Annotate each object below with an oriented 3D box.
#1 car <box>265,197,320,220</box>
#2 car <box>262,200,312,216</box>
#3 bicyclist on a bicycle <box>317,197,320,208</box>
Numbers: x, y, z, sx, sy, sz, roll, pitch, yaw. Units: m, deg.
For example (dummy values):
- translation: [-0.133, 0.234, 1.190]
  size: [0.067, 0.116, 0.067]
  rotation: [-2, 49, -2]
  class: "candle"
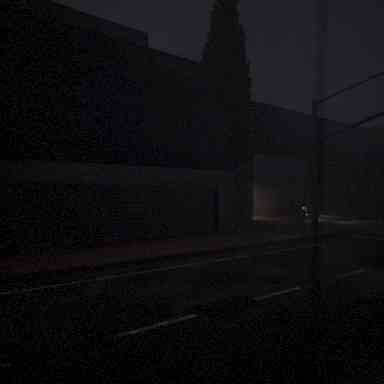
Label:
- translation: [8.538, 1.353, 28.418]
  size: [2.097, 1.767, 4.553]
  rotation: [0, 0, -37]
  class: "car"
- translation: [9.387, 1.526, 33.132]
  size: [1.812, 1.442, 4.674]
  rotation: [0, 0, -37]
  class: "car"
- translation: [16.181, 1.303, 43.227]
  size: [1.656, 1.620, 0.582]
  rotation: [0, 0, -37]
  class: "bicyclist on a bicycle"
